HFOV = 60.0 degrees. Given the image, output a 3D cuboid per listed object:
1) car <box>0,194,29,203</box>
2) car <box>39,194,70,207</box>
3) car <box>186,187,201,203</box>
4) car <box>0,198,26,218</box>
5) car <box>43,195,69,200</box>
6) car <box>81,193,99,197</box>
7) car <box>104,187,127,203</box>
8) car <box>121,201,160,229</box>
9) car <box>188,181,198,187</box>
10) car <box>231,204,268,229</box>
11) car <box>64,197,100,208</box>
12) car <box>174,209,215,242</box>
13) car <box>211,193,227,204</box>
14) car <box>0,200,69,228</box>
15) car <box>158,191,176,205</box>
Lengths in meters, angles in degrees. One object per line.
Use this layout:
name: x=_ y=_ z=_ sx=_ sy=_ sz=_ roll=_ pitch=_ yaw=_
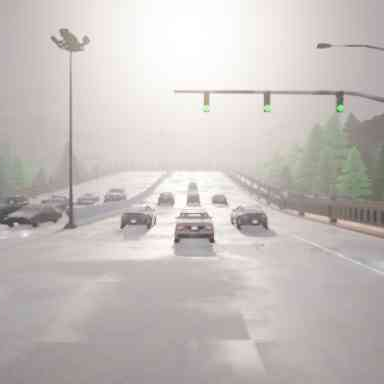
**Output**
car: x=-14.066 y=1.206 z=24.719 sx=2.150 sy=2.045 sz=5.566 roll=0 pitch=0 yaw=0
car: x=-17.516 y=1.037 z=42.573 sx=1.895 sy=1.301 sz=4.718 roll=0 pitch=4 yaw=1
car: x=0.173 y=0.630 z=46.213 sx=1.882 sy=1.535 sz=5.008 roll=0 pitch=5 yaw=0
car: x=-17.566 y=1.423 z=30.687 sx=1.882 sy=1.535 sz=5.008 roll=0 pitch=1 yaw=0
car: x=-14.040 y=1.372 z=35.119 sx=2.033 sy=1.411 sz=5.357 roll=0 pitch=2 yaw=1
car: x=-13.990 y=0.808 z=45.144 sx=1.994 sy=1.385 sz=4.181 roll=0 pitch=5 yaw=1
car: x=-10.473 y=0.400 z=45.944 sx=2.150 sy=2.045 sz=5.566 roll=0 pitch=4 yaw=1
car: x=-3.390 y=1.514 z=21.568 sx=1.812 sy=1.442 sz=4.674 roll=0 pitch=0 yaw=0
car: x=0.175 y=-1.329 z=63.611 sx=1.837 sy=1.490 sz=4.892 roll=0 pitch=7 yaw=0
car: x=3.599 y=1.515 z=21.301 sx=1.812 sy=1.442 sz=4.674 roll=0 pitch=0 yaw=0
car: x=-10.559 y=1.515 z=32.220 sx=1.895 sy=1.301 sz=4.718 roll=0 pitch=1 yaw=0
car: x=0.108 y=1.542 z=16.353 sx=2.033 sy=1.411 sz=5.357 roll=0 pitch=0 yaw=0
car: x=3.667 y=0.804 z=45.143 sx=1.994 sy=1.385 sz=4.181 roll=0 pitch=5 yaw=0
car: x=-10.577 y=1.534 z=22.645 sx=2.033 sy=1.411 sz=5.357 roll=0 pitch=0 yaw=0
car: x=-3.337 y=0.659 z=44.303 sx=2.097 sy=1.767 sz=4.553 roll=0 pitch=4 yaw=0
